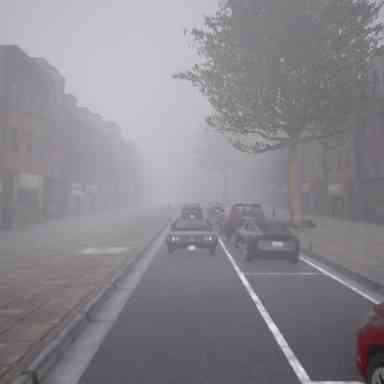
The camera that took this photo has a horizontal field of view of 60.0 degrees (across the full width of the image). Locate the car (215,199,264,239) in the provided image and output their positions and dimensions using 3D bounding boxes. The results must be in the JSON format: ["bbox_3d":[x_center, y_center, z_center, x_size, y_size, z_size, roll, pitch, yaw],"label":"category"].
[{"bbox_3d":[2.664,1.459,17.963,2.192,1.841,5.009,2,0,0],"label":"car"}]

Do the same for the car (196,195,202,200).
[{"bbox_3d":[2.653,1.840,84.617,1.967,1.590,4.097,2,0,0],"label":"car"}]

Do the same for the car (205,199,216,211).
[{"bbox_3d":[2.658,1.786,34.631,1.947,1.339,4.313,2,0,0],"label":"car"}]

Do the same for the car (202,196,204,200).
[{"bbox_3d":[3.014,1.774,54.841,1.837,1.490,4.892,0,0,0],"label":"car"}]

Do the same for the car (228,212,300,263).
[{"bbox_3d":[2.658,1.672,12.402,1.947,1.339,4.313,2,0,0],"label":"car"}]

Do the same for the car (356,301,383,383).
[{"bbox_3d":[2.664,1.329,1.290,2.192,1.841,5.009,2,-1,0],"label":"car"}]

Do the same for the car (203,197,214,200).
[{"bbox_3d":[3.010,1.729,47.836,1.882,1.535,5.008,0,0,0],"label":"car"}]

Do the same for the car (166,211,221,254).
[{"bbox_3d":[0.000,1.719,14.141,1.895,1.301,4.718,0,0,0],"label":"car"}]

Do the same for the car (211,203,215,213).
[{"bbox_3d":[2.658,1.721,23.519,1.887,1.381,4.507,2,0,0],"label":"car"}]

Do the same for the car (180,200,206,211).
[{"bbox_3d":[0.001,1.710,29.337,1.837,1.490,4.892,0,0,0],"label":"car"}]
